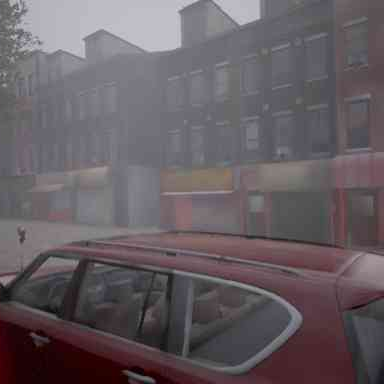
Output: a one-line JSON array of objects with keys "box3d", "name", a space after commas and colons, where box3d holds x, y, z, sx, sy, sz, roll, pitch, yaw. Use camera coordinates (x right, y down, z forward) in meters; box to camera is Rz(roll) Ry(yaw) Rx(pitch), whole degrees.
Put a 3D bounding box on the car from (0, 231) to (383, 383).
[{"box3d": [-0.514, 1.315, 3.209, 5.009, 1.841, 2.192, 0, -1, 36], "name": "car"}]
